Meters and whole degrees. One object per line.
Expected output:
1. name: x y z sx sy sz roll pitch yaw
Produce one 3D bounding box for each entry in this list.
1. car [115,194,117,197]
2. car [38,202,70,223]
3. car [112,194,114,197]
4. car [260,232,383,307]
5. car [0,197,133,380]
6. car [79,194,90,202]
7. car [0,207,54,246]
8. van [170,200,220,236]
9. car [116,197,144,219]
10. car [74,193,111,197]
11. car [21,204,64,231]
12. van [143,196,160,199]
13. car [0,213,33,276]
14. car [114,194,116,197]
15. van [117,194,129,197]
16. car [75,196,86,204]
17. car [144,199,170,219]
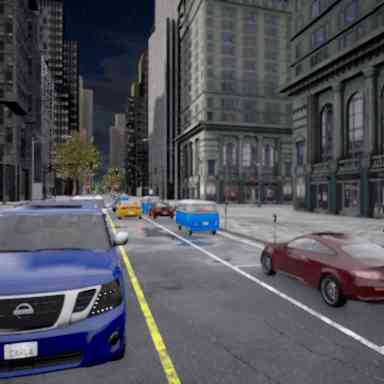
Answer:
1. car: -15.878 1.633 76.241 1.947 1.339 4.313 0 0 -16
2. car: -11.013 1.554 26.835 1.887 1.381 4.507 0 0 -16
3. car: -20.227 1.644 91.888 2.008 1.369 4.403 0 0 -16
4. car: 3.149 1.589 7.815 1.802 1.307 4.206 0 0 -16
5. car: -2.436 1.224 5.970 2.150 2.045 5.566 0 0 -15
6. car: -25.446 1.382 78.832 2.192 1.841 5.009 0 0 -16
7. car: -8.051 1.549 16.189 1.887 1.381 4.507 0 0 -16
8. van: 0.193 1.353 18.462 1.690 1.788 3.998 0 0 -16
9. car: -5.464 1.493 28.741 1.882 1.535 5.008 0 0 -15
10. car: -5.811 1.229 18.495 2.150 2.045 5.566 0 0 -15
11. car: -9.532 1.552 21.512 1.887 1.381 4.507 0 0 -16
12. van: -4.243 1.362 34.433 1.690 1.788 3.998 0 0 -16
13. car: -6.525 1.527 10.702 1.752 1.417 4.829 0 0 -16
14. car: -17.328 1.620 81.457 1.887 1.381 4.507 0 0 -16
15. van: -14.428 1.401 71.026 1.690 1.788 3.998 0 0 -16
16. car: -21.157 1.571 63.377 1.752 1.417 4.829 0 0 -16
17. car: -2.765 1.562 29.109 1.887 1.381 4.507 0 0 -16
